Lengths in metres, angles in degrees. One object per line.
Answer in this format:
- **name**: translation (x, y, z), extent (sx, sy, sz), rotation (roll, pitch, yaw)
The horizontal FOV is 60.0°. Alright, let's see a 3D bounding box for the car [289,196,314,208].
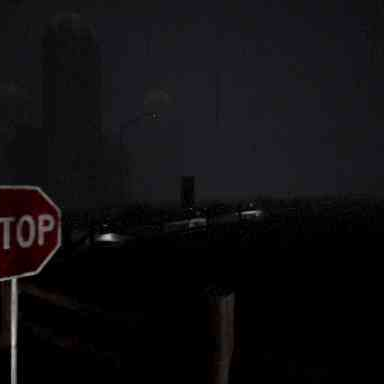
- **car**: translation (13.168, 1.138, 39.897), extent (1.994, 1.385, 4.181), rotation (0, 1, 35)

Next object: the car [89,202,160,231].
- **car**: translation (-4.013, 1.403, 20.581), extent (1.882, 1.535, 5.008), rotation (0, 1, 35)

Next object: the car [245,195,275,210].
- **car**: translation (7.667, 1.130, 37.182), extent (2.128, 1.511, 4.902), rotation (0, 1, 35)

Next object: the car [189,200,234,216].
- **car**: translation (1.701, 1.384, 28.707), extent (1.895, 1.301, 4.718), rotation (0, 1, 35)
